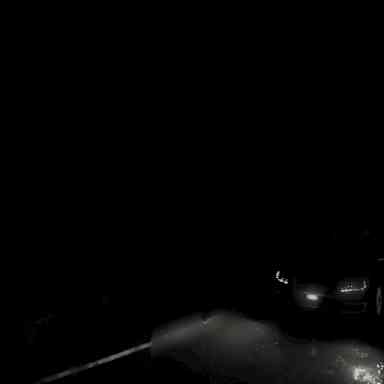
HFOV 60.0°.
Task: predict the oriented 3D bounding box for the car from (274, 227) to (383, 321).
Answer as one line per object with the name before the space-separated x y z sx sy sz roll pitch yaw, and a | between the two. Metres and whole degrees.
car | 3.530 1.622 7.744 1.837 1.490 4.892 -2 -2 37
